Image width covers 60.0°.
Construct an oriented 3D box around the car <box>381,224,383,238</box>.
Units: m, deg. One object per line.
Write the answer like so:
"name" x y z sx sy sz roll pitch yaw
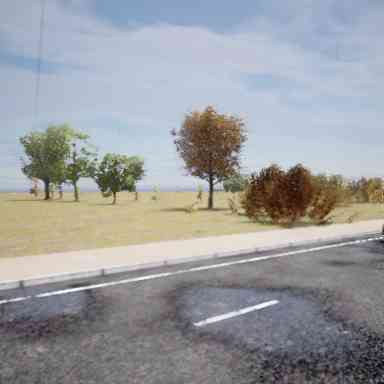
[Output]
"car" 10.568 1.477 15.261 4.892 1.490 1.837 0 0 -36
